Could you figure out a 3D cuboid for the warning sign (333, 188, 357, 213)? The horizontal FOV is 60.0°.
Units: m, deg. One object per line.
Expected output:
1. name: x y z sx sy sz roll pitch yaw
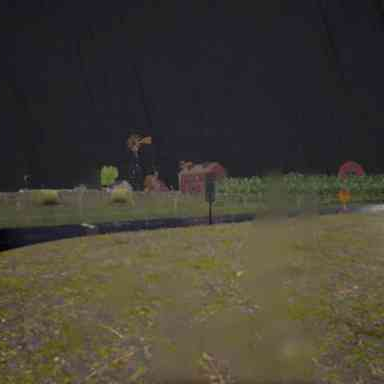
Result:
1. warning sign: 11.774 0.613 25.604 1.060 1.860 1.300 0 -1 -34
